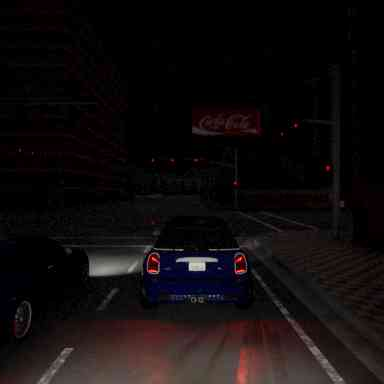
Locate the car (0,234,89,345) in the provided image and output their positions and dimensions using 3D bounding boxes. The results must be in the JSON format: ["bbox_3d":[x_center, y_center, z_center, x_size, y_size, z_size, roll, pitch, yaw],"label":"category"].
[{"bbox_3d":[-3.420,1.526,6.263,1.812,1.442,4.674,0,0,0],"label":"car"}]

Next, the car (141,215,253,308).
[{"bbox_3d":[0.086,1.352,8.058,2.097,1.767,4.553,0,0,0],"label":"car"}]
